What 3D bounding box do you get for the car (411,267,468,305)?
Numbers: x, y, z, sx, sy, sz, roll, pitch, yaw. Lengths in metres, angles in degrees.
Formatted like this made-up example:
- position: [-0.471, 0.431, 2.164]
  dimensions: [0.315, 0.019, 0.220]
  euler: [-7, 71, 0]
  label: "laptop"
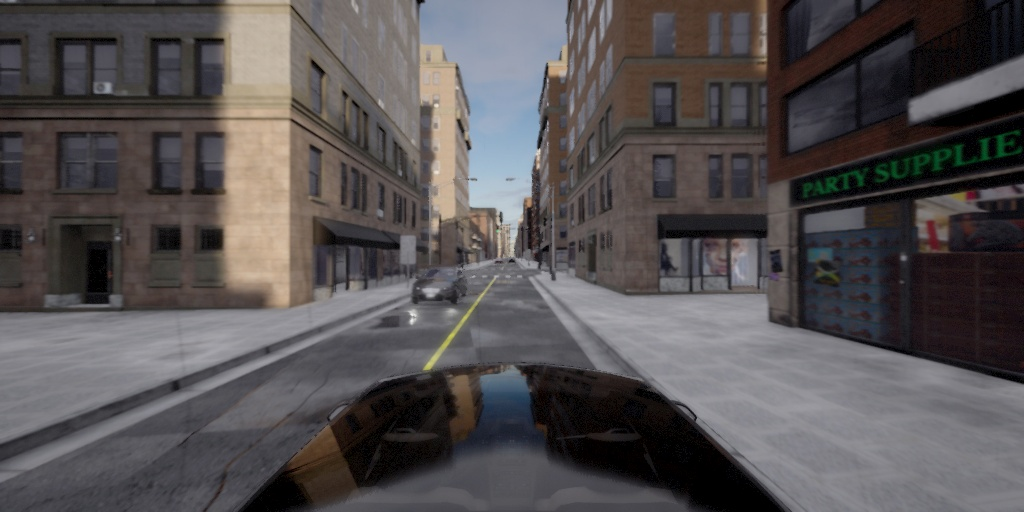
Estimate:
- position: [-3.100, 1.238, 16.109]
  dimensions: [2.128, 1.511, 4.902]
  euler: [0, 0, 0]
  label: "car"
